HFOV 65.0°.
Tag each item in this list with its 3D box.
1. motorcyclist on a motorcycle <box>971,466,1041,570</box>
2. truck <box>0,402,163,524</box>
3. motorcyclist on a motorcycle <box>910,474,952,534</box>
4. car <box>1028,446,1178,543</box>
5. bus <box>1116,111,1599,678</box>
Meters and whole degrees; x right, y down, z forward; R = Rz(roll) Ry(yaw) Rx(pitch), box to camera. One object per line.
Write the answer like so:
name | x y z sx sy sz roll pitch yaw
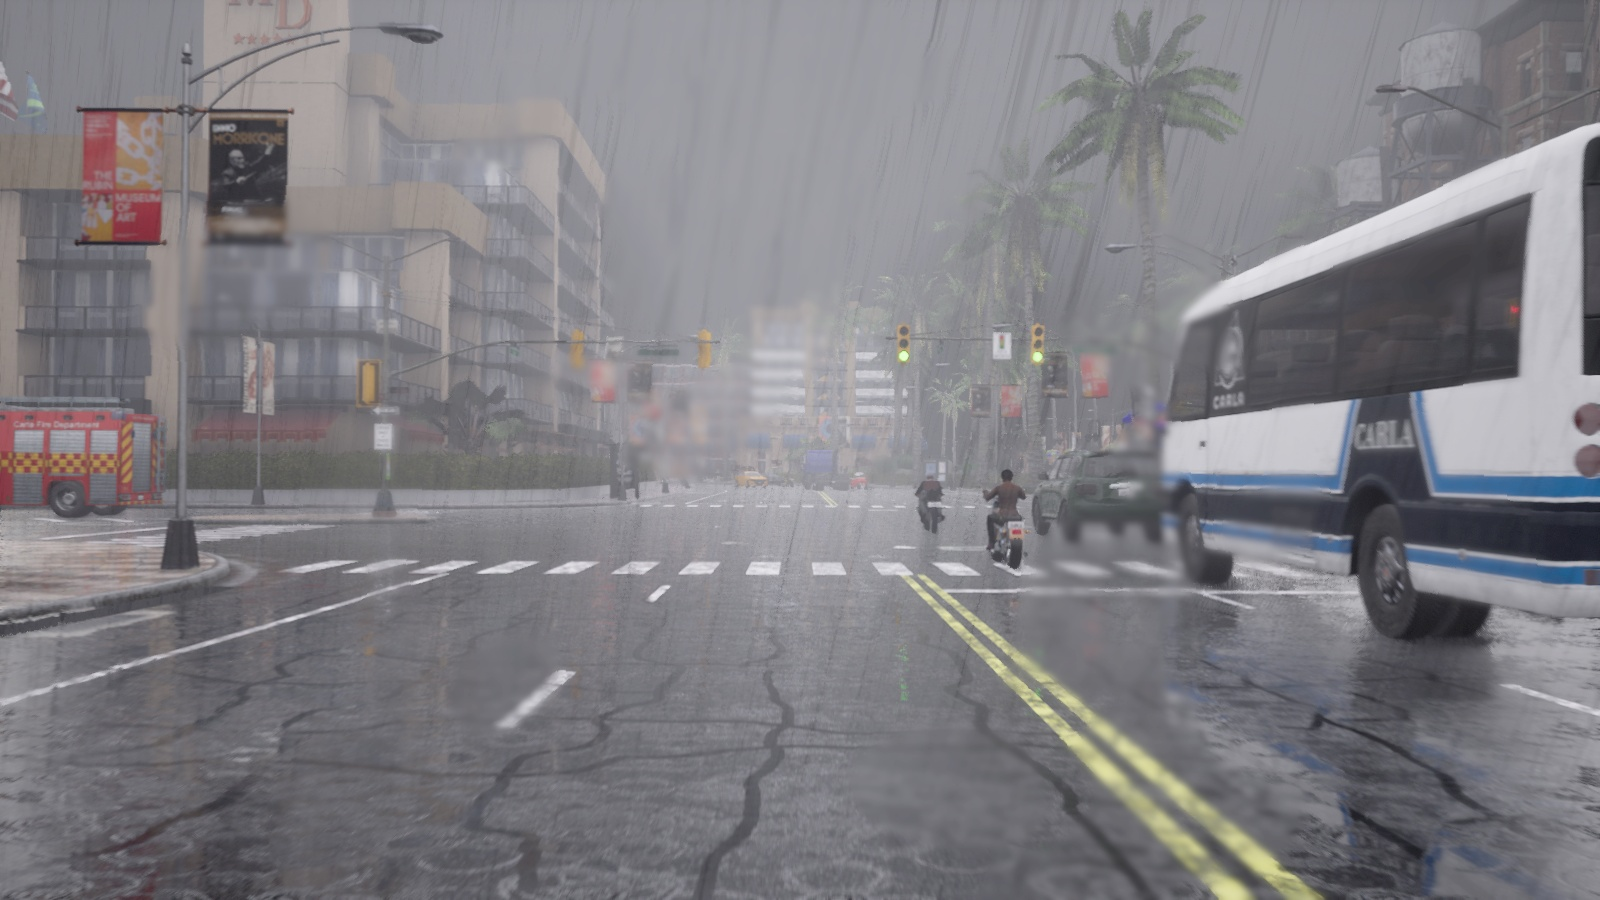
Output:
motorcyclist on a motorcycle | 3.448 1.106 21.216 0.766 1.649 2.350 0 -1 0
truck | -25.739 0.438 40.903 8.468 3.827 2.891 0 -1 -1
motorcyclist on a motorcycle | 3.419 1.389 33.013 0.866 1.530 2.191 0 -1 0
car | 6.926 0.999 29.434 2.150 2.045 5.566 0 -1 0
bus | 6.959 -0.346 14.554 3.944 4.253 10.273 0 -1 0
